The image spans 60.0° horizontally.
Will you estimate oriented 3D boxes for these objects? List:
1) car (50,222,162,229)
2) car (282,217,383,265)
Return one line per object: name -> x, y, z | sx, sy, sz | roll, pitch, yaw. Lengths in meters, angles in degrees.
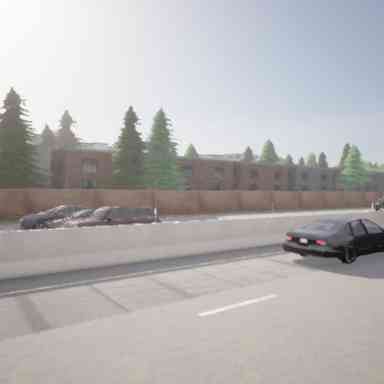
car -> -3.522, 1.385, 14.376 | 4.553, 1.767, 2.097 | 0, 0, -35
car -> 5.593, 1.607, 12.029 | 5.357, 1.411, 2.033 | 0, 0, -35
